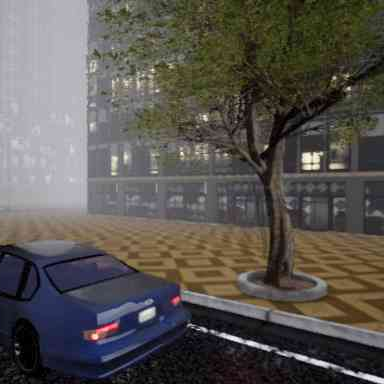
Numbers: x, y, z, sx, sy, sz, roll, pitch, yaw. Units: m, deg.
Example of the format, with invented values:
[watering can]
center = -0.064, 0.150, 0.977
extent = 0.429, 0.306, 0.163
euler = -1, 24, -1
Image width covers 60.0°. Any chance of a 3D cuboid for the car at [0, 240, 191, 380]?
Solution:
[car]
center = -2.595, 1.546, 5.532
extent = 5.357, 1.411, 2.033
euler = 0, 0, 35
